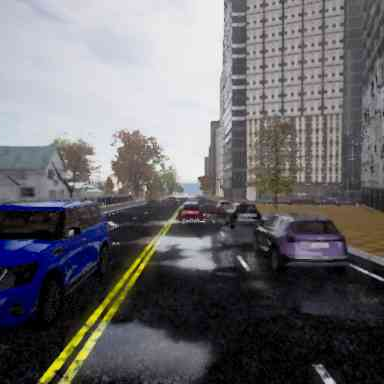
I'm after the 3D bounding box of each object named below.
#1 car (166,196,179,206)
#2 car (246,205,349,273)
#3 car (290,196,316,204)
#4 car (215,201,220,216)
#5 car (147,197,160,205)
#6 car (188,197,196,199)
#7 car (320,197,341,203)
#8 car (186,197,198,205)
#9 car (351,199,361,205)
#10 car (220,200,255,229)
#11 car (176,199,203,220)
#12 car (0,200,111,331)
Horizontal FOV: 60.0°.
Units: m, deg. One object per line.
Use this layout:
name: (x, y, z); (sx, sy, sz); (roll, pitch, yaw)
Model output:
car: (-3.263, 1.521, 56.226); (1.837, 1.490, 4.892); (0, -1, 0)
car: (3.250, 1.428, 10.708); (2.033, 1.649, 4.856); (0, 0, 0)
car: (23.006, 1.677, 69.073); (5.009, 1.841, 2.192); (0, 2, 20)
car: (3.247, 1.522, 32.716); (1.812, 1.442, 4.674); (0, 0, 0)
car: (-6.509, 1.579, 56.813); (1.994, 1.385, 4.181); (0, 0, 0)
car: (0.064, 1.607, 49.890); (1.895, 1.301, 4.718); (0, 0, 0)
car: (31.040, 1.758, 74.528); (4.403, 1.369, 2.008); (0, 2, 20)
car: (-0.005, 1.564, 59.853); (2.033, 1.411, 5.357); (0, 0, 0)
car: (33.653, 1.994, 65.182); (4.507, 1.381, 1.887); (0, 2, 20)
car: (3.248, 1.427, 21.712); (2.033, 1.649, 4.856); (0, 0, 0)
car: (-0.069, 1.560, 27.828); (1.994, 1.385, 4.181); (0, 0, 0)
car: (-3.351, 1.218, 7.201); (2.150, 2.045, 5.566); (0, 0, 0)
